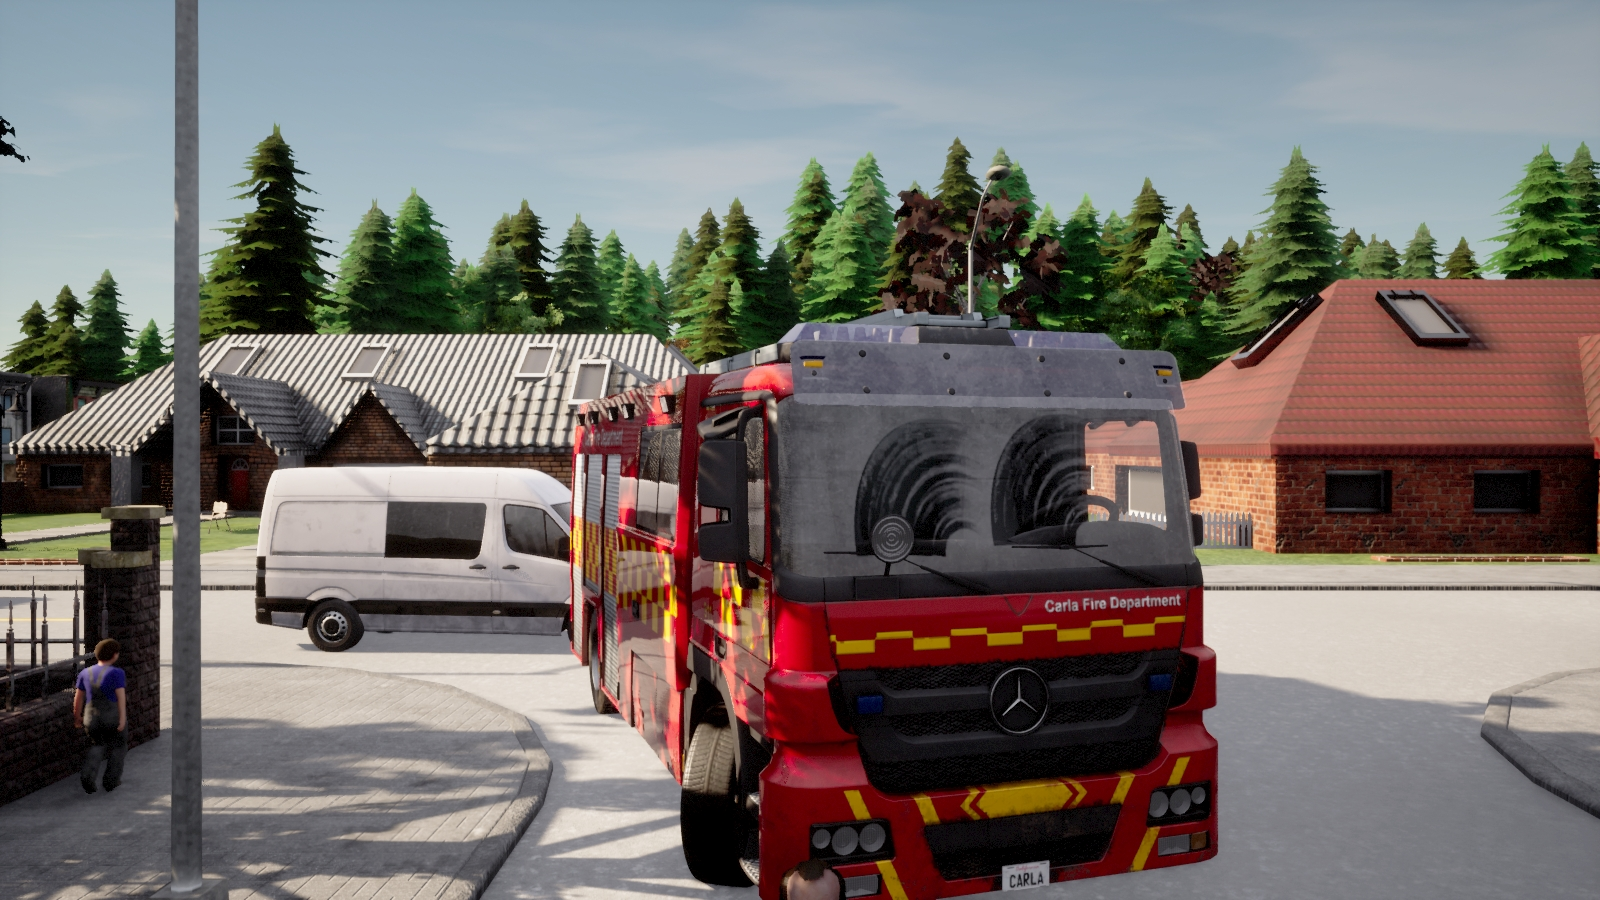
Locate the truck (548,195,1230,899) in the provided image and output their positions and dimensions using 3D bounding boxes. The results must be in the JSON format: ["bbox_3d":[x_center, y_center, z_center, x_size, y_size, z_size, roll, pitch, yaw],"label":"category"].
[{"bbox_3d":[-0.279,0.670,10.050,2.891,3.827,8.468,0,0,-19],"label":"truck"}]

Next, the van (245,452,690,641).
[{"bbox_3d":[-4.701,1.314,16.673,5.915,2.561,1.988,0,0,4],"label":"van"}]

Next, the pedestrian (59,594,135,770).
[{"bbox_3d":[-5.509,1.806,8.963,0.375,1.300,0.375,0,0,-3],"label":"pedestrian"}]
